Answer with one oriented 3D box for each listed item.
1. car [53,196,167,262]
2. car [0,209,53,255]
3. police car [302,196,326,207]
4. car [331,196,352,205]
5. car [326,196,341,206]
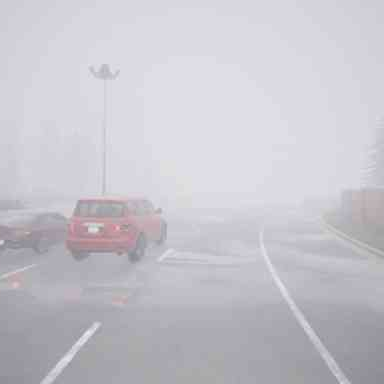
[{"bbox_3d":[-2.451,1.171,12.140,2.150,2.045,5.566,0,0,8],"label":"car"},{"bbox_3d":[-5.832,1.438,12.929,1.812,1.442,4.674,1,0,8],"label":"car"},{"bbox_3d":[18.951,1.518,52.443,1.930,1.638,5.238,1,0,37],"label":"police car"},{"bbox_3d":[28.270,1.625,62.834,5.366,1.575,1.801,0,0,-44],"label":"car"},{"bbox_3d":[24.454,1.488,58.974,2.097,1.767,4.553,1,0,43],"label":"car"}]
